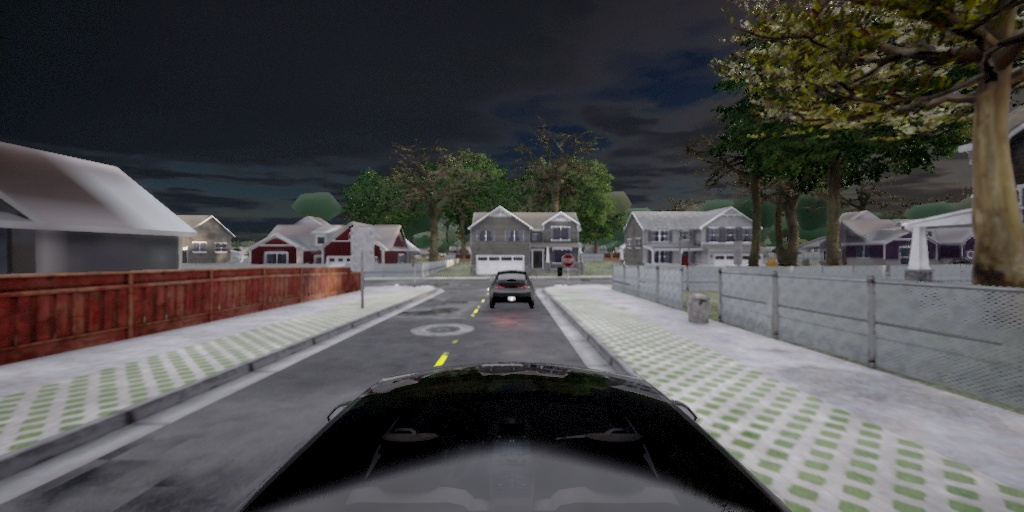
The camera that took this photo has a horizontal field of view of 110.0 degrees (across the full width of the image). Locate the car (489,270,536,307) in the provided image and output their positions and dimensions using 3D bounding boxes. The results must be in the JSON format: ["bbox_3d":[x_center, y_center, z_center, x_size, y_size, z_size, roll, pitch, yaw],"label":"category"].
[{"bbox_3d":[0.019,1.382,16.108,1.837,1.490,4.892,0,0,1],"label":"car"}]

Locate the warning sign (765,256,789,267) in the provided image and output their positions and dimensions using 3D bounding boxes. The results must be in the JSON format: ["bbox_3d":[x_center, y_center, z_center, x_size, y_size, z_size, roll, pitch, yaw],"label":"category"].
[{"bbox_3d":[18.438,0.954,25.416,1.060,1.860,1.300,0,0,0],"label":"warning sign"}]

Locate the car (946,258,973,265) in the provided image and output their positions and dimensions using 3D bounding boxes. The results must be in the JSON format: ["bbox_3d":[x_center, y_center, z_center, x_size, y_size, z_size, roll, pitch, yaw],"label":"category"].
[{"bbox_3d":[36.756,0.943,27.974,4.553,1.767,2.097,-1,1,0],"label":"car"}]
